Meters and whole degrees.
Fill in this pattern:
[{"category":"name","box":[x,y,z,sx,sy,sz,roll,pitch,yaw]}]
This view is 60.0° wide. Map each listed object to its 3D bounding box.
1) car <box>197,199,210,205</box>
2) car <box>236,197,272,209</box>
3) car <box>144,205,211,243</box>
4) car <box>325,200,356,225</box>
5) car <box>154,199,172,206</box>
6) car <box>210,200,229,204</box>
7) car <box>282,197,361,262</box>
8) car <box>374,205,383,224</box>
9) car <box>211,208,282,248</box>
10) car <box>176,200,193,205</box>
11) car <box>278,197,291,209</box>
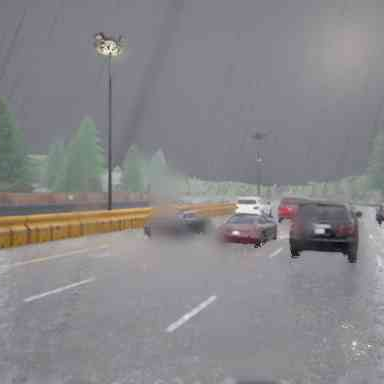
[{"category":"car","box":[2.197,2.007,59.555,1.812,1.442,4.674,0,0,17]},{"category":"car","box":[5.555,1.467,29.533,2.150,2.045,5.566,0,0,26]},{"category":"car","box":[-0.532,1.629,17.018,2.128,1.511,4.902,0,0,27]},{"category":"car","box":[12.267,1.584,27.342,2.097,1.767,4.553,0,-1,26]},{"category":"car","box":[-5.125,1.966,59.562,2.128,1.511,4.902,0,0,18]},{"category":"car","box":[5.262,2.015,57.555,2.033,1.411,5.357,0,0,18]},{"category":"car","box":[5.243,1.333,12.927,2.150,2.045,5.566,0,0,27]},{"category":"car","box":[15.742,1.754,26.487,1.812,1.442,4.674,0,0,26]},{"category":"car","box":[2.739,1.695,15.733,1.994,1.385,4.181,0,0,27]},{"category":"car","box":[-1.312,2.082,59.928,1.895,1.301,4.718,0,0,18]},{"category":"car","box":[8.703,1.457,28.009,2.150,2.045,5.566,0,0,26]}]
